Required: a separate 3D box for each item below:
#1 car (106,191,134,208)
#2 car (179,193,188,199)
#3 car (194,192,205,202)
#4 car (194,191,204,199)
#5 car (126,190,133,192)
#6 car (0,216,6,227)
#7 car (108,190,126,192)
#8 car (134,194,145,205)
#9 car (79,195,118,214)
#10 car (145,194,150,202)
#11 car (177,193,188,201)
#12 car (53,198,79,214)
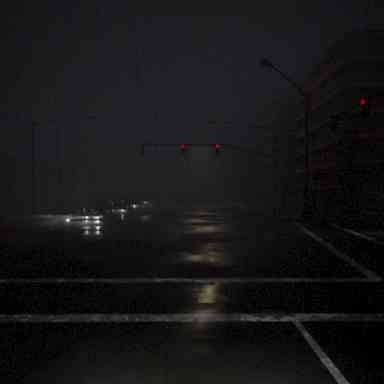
[{"bbox_3d":[-9.403,1.171,43.335,2.097,1.767,4.553,0,1,1],"label":"car"},{"bbox_3d":[-1.897,0.855,75.824,2.033,1.411,5.357,0,0,1],"label":"car"},{"bbox_3d":[1.529,1.009,61.857,2.128,1.511,4.902,0,1,1],"label":"car"},{"bbox_3d":[1.603,0.669,75.832,2.097,1.767,4.553,0,0,1],"label":"car"},{"bbox_3d":[-12.588,0.708,64.075,2.150,2.045,5.566,0,1,2],"label":"car"},{"bbox_3d":[-12.860,1.592,17.928,4.718,1.301,1.895,0,0,0],"label":"car"},{"bbox_3d":[-12.769,0.877,53.661,2.150,2.045,5.566,0,1,0],"label":"car"},{"bbox_3d":[-9.280,1.211,52.980,2.033,1.411,5.357,0,1,1],"label":"car"},{"bbox_3d":[-9.519,1.421,34.293,2.128,1.511,4.902,0,1,1],"label":"car"},{"bbox_3d":[-9.094,1.043,63.515,2.033,1.411,5.357,0,1,1],"label":"car"},{"bbox_3d":[-1.934,1.014,65.172,2.033,1.411,5.357,0,1,1],"label":"car"},{"bbox_3d":[-13.008,1.399,35.360,1.882,1.535,5.008,0,1,1],"label":"car"}]
